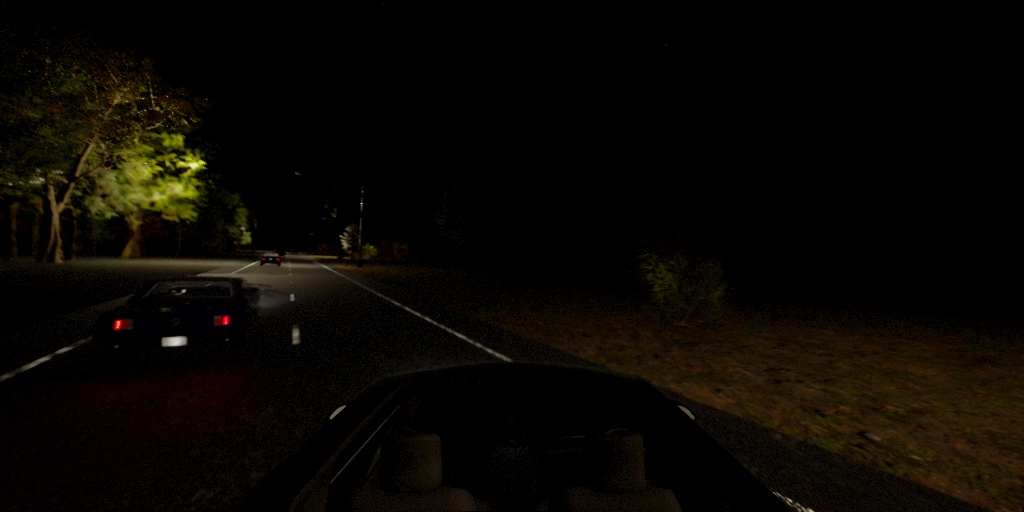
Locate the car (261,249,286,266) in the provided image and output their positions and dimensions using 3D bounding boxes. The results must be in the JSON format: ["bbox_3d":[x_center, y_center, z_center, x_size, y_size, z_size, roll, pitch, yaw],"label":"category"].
[{"bbox_3d":[-26.240,0.326,39.146,2.033,1.411,5.357,3,0,-32],"label":"car"}]

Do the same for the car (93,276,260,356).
[{"bbox_3d":[-6.698,1.079,7.786,1.895,1.301,4.718,3,-1,-32],"label":"car"}]
